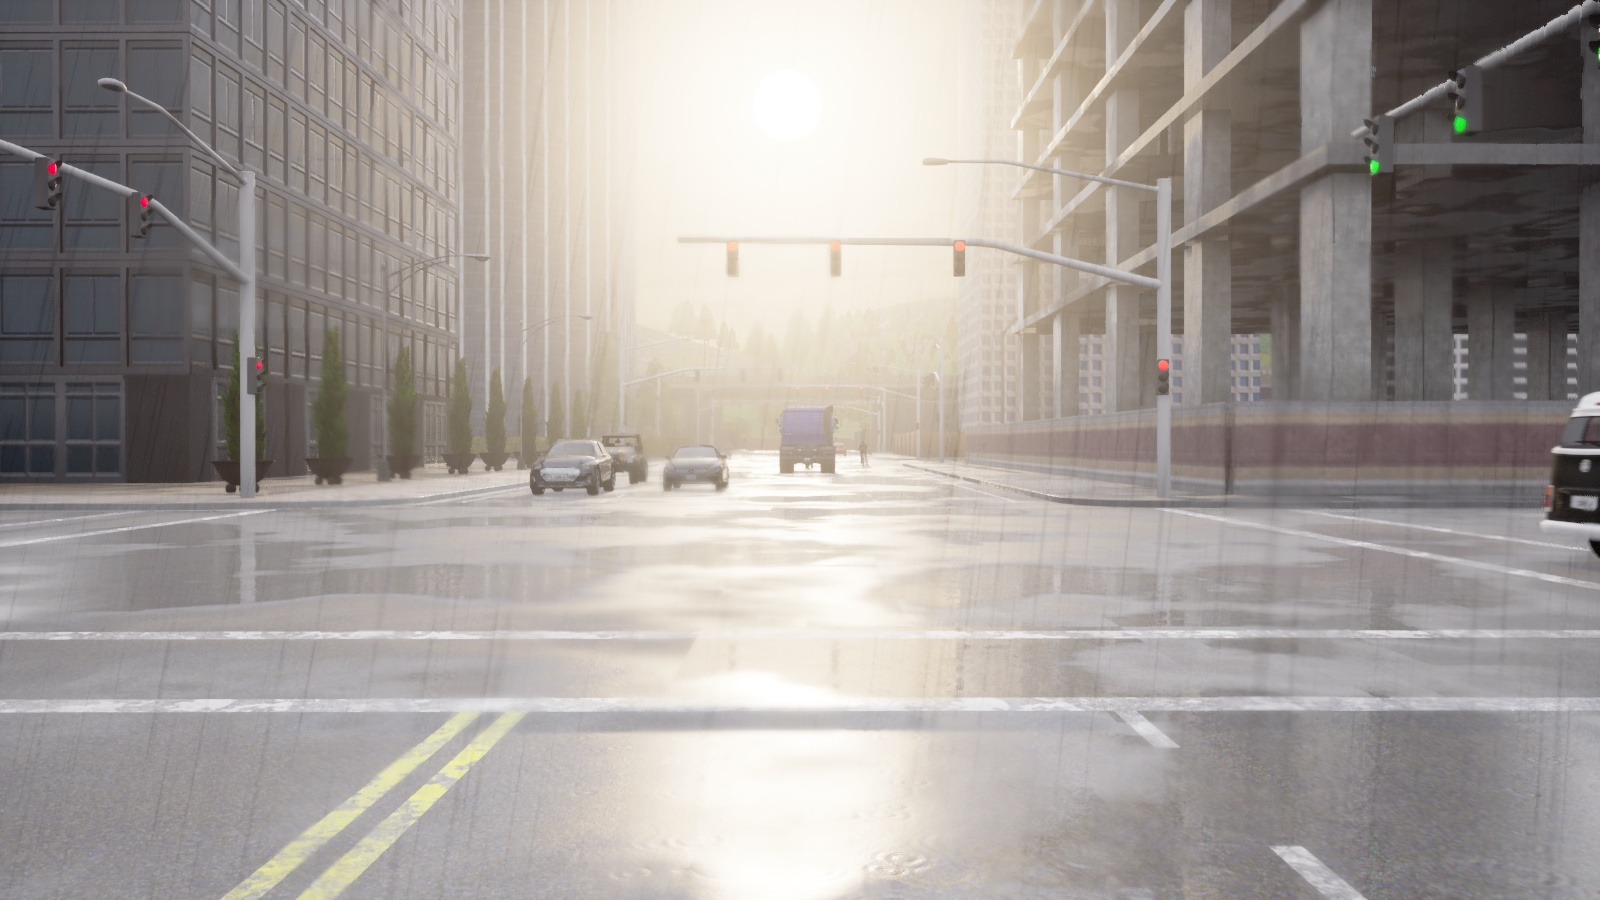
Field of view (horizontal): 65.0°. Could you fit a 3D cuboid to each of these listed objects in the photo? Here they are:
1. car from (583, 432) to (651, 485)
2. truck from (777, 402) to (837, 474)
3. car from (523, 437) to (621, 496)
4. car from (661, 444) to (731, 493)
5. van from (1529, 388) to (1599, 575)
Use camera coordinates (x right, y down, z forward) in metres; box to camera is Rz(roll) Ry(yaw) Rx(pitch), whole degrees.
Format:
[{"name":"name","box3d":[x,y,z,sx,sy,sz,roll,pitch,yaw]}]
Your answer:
[{"name":"car","box3d":[-6.726,0.274,46.513,1.905,1.878,3.866,0,0,0]},{"name":"truck","box3d":[0.376,-0.599,64.556,2.891,3.462,7.936,0,0,0]},{"name":"car","box3d":[-6.774,0.457,37.851,2.033,1.649,4.856,0,0,0]},{"name":"car","box3d":[-3.261,0.543,40.083,1.812,1.442,4.674,0,0,0]},{"name":"van","box3d":[10.958,0.343,13.972,4.480,2.038,2.069,0,0,0]}]
